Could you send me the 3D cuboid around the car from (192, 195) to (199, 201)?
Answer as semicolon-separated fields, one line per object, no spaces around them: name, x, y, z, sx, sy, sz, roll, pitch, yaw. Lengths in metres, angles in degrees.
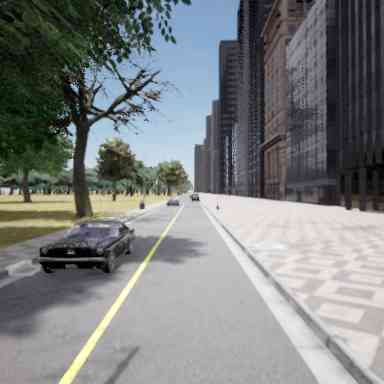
car;0.920;1.694;90.821;1.812;1.442;4.674;0;0;0

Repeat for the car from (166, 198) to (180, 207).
car;-3.044;1.658;53.818;1.994;1.385;4.181;0;0;1

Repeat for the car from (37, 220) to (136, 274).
car;-3.099;1.616;10.750;1.895;1.301;4.718;0;0;0

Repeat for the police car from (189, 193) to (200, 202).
police car;0.918;1.579;80.930;1.930;1.638;5.238;0;0;0
